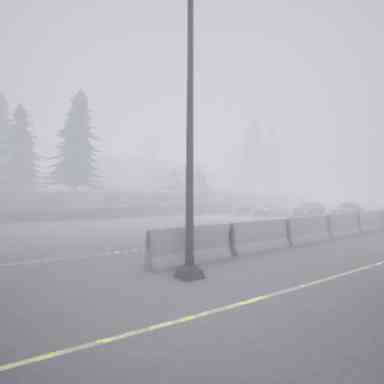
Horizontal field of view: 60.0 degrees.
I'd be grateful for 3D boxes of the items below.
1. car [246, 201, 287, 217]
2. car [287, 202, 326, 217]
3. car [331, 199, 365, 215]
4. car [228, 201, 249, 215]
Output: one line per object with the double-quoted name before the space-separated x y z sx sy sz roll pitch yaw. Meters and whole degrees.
"car" 8.007 1.818 34.250 1.895 1.301 4.718 0 0 44
"car" 11.727 1.731 33.118 1.837 1.490 4.892 0 0 43
"car" 14.665 1.732 31.139 1.837 1.490 4.892 0 0 43
"car" 6.012 1.717 37.259 2.128 1.511 4.902 0 0 44
